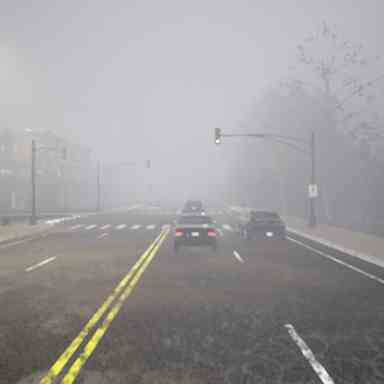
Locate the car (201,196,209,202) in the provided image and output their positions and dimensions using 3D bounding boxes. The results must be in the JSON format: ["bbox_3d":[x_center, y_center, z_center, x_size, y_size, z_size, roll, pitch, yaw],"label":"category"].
[{"bbox_3d":[3.449,1.858,88.012,1.994,1.385,4.181,0,0,0],"label":"car"}]

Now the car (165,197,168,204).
[{"bbox_3d":[-6.333,1.924,73.495,2.128,1.511,4.902,0,0,0],"label":"car"}]

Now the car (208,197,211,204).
[{"bbox_3d":[3.424,1.936,77.592,2.128,1.511,4.902,0,0,0],"label":"car"}]

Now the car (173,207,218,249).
[{"bbox_3d":[0.130,1.631,14.866,2.033,1.411,5.357,0,0,0],"label":"car"}]

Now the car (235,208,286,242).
[{"bbox_3d":[3.386,1.599,16.927,1.837,1.490,4.892,0,0,0],"label":"car"}]

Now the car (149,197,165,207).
[{"bbox_3d":[-6.414,1.809,58.206,2.128,1.511,4.902,0,0,1],"label":"car"}]

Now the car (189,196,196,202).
[{"bbox_3d":[0.199,1.806,88.020,1.837,1.490,4.892,0,0,0],"label":"car"}]

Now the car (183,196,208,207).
[{"bbox_3d":[0.170,1.530,32.036,2.097,1.767,4.553,0,0,0],"label":"car"}]
